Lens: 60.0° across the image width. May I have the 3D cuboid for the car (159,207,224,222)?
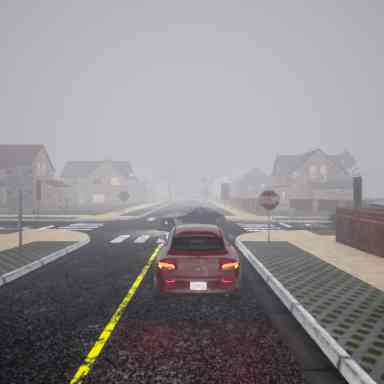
[{"bbox_3d":[0.083,1.592,20.191,4.181,1.385,1.994,0,0,-38],"label":"car"}]

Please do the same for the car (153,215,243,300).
[{"bbox_3d":[0.124,1.526,8.294,1.812,1.442,4.674,0,0,0],"label":"car"}]

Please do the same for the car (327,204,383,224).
[{"bbox_3d":[12.064,1.589,23.398,4.892,1.490,1.837,0,0,0],"label":"car"}]

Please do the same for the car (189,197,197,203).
[{"bbox_3d":[0.182,1.807,75.308,2.033,1.411,5.357,0,0,0],"label":"car"}]
